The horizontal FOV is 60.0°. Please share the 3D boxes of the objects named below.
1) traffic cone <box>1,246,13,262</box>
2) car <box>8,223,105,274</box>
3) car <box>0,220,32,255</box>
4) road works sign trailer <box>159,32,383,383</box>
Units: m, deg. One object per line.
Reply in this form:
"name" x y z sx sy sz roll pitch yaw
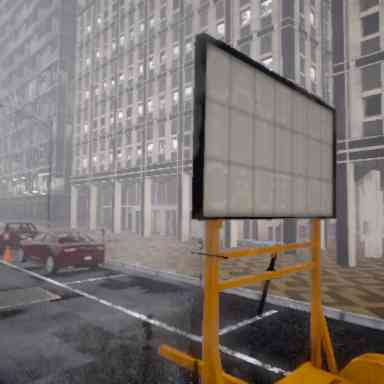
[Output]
"traffic cone" -7.475 2.491 13.489 0.340 0.580 0.340 -2 -4 44
"car" -5.010 2.083 12.484 4.507 1.381 1.887 -2 -5 44
"car" -8.981 2.087 16.359 4.097 1.590 1.967 -2 -5 44
"road works sign trailer" 0.669 0.660 3.267 2.880 3.560 2.380 -2 -4 44
